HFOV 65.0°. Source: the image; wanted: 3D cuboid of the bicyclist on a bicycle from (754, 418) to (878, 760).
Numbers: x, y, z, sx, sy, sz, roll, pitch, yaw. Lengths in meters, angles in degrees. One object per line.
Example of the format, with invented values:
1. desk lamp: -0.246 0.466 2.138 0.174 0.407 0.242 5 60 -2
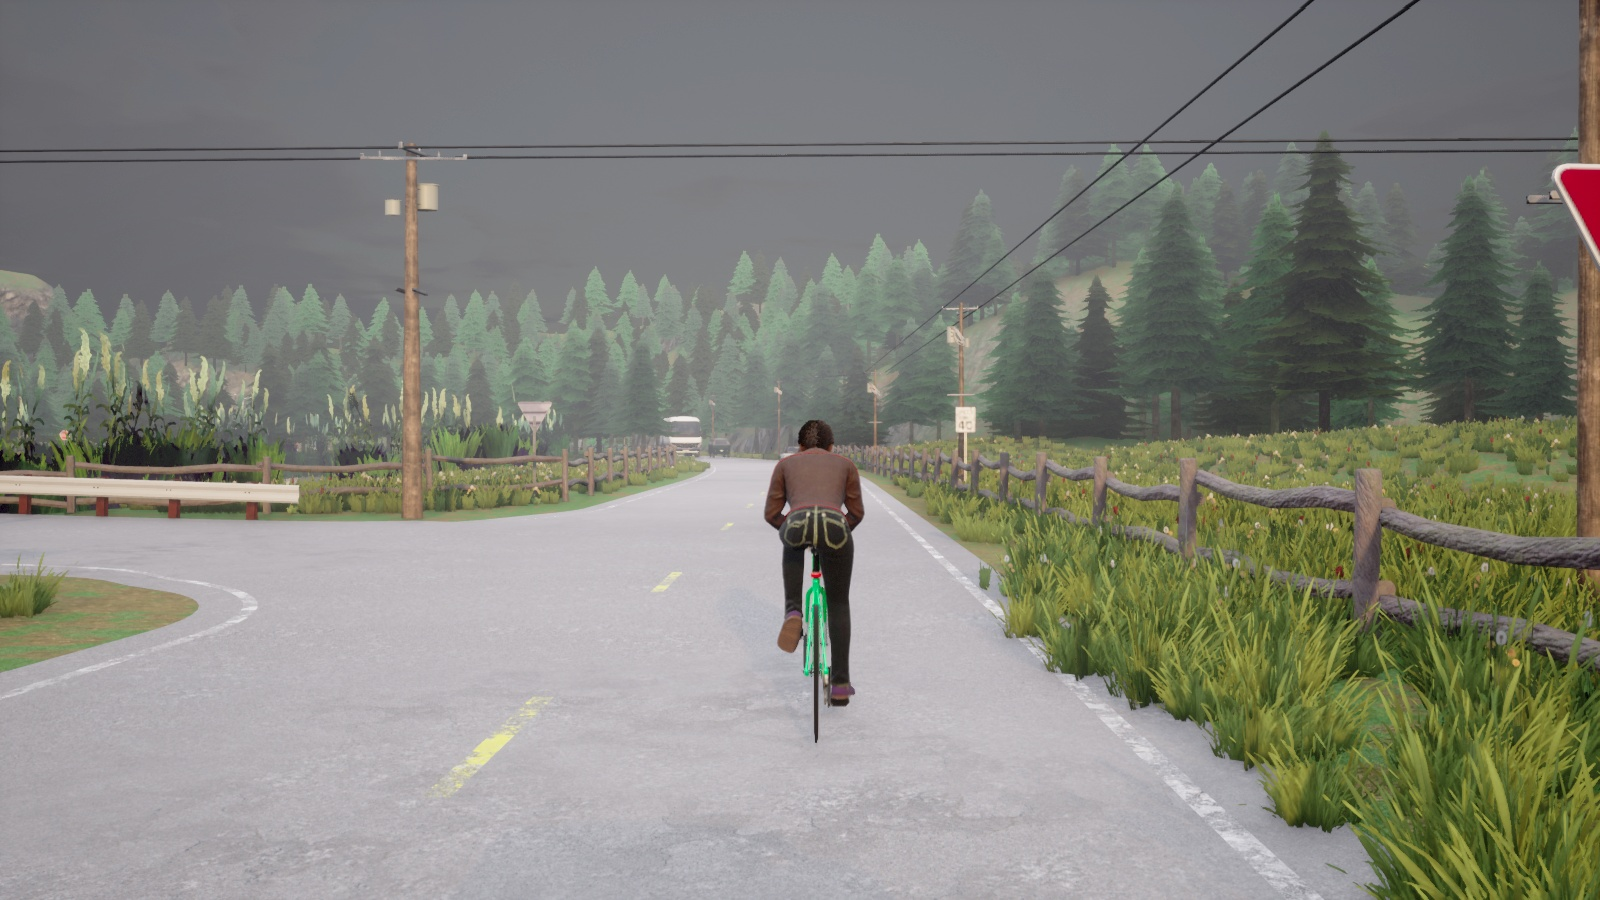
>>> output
1. bicyclist on a bicycle: 0.086 0.661 6.778 0.582 1.620 1.656 0 0 1

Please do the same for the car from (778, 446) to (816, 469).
1. car: -0.202 0.428 74.140 1.895 1.301 4.718 0 0 -4
